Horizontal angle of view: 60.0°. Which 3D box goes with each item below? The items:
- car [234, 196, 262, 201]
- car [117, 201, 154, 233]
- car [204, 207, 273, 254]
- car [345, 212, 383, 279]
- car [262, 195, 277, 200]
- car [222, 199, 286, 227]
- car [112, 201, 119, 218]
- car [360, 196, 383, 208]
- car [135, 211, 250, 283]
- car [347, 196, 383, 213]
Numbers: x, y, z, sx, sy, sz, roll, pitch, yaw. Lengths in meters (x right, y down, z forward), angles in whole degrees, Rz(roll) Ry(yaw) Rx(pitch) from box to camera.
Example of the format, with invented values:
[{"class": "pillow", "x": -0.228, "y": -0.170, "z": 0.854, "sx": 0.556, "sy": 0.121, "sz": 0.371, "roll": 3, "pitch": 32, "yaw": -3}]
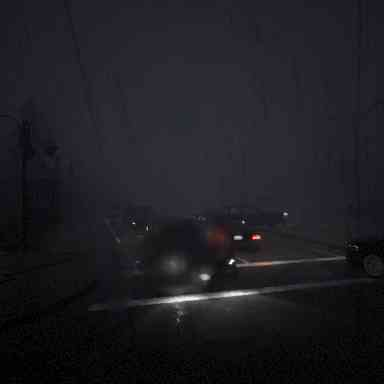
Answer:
[{"class": "car", "x": 7.366, "y": 1.287, "z": 46.156, "sx": 2.007, "sy": 1.523, "sz": 4.514, "roll": 0, "pitch": 0, "yaw": -17}, {"class": "car", "x": -3.101, "y": 1.529, "z": 19.945, "sx": 2.033, "sy": 1.411, "sz": 5.357, "roll": 0, "pitch": 0, "yaw": -17}, {"class": "car", "x": 1.351, "y": 1.538, "z": 13.389, "sx": 2.033, "sy": 1.411, "sz": 5.357, "roll": 0, "pitch": 0, "yaw": -4}, {"class": "car", "x": 6.531, "y": 1.475, "z": 8.238, "sx": 5.008, "sy": 1.535, "sz": 1.882, "roll": 0, "pitch": 0, "yaw": 39}, {"class": "car", "x": 10.355, "y": 1.277, "z": 47.111, "sx": 2.152, "sy": 1.636, "sz": 5.027, "roll": 0, "pitch": 0, "yaw": -17}, {"class": "car", "x": 2.848, "y": 1.466, "z": 19.896, "sx": 5.357, "sy": 1.411, "sz": 2.033, "roll": -3, "pitch": 1, "yaw": -15}, {"class": "car", "x": -6.258, "y": 1.515, "z": 30.098, "sx": 2.033, "sy": 1.411, "sz": 5.357, "roll": 0, "pitch": 0, "yaw": -17}, {"class": "car", "x": 23.911, "y": 1.274, "z": 43.180, "sx": 1.845, "sy": 1.501, "sz": 3.633, "roll": 0, "pitch": 0, "yaw": -17}, {"class": "car", "x": -0.371, "y": 1.543, "z": 10.110, "sx": 2.033, "sy": 1.411, "sz": 5.357, "roll": 0, "pitch": 0, "yaw": -15}, {"class": "car", "x": 15.598, "y": 1.356, "z": 29.196, "sx": 1.970, "sy": 1.475, "sz": 3.806, "roll": 0, "pitch": 0, "yaw": -17}]
